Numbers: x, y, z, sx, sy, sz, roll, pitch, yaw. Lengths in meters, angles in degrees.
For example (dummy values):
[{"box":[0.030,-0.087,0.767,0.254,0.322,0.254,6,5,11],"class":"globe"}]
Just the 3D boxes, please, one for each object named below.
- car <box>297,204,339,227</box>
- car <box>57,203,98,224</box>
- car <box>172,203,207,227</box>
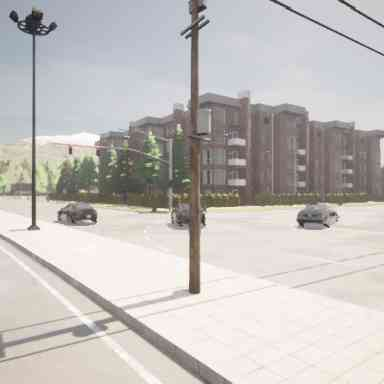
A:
[{"box":[8.777,1.548,22.981,2.033,1.411,5.357,0,0,33],"class":"car"},{"box":[-8.560,1.529,24.762,1.812,1.442,4.674,0,0,-38],"class":"car"},{"box":[-0.270,1.494,23.093,2.128,1.511,4.902,0,0,-10],"class":"car"}]
